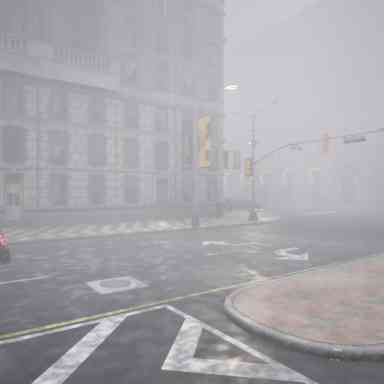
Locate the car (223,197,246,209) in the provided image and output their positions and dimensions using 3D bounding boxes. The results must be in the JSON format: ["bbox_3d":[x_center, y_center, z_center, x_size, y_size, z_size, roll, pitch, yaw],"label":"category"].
[{"bbox_3d":[4.518,1.505,44.363,1.837,1.490,4.892,0,0,-36],"label":"car"}]

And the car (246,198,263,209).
[{"bbox_3d":[7.392,1.547,46.352,2.033,1.411,5.357,0,0,-36],"label":"car"}]

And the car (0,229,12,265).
[{"bbox_3d":[-7.317,1.352,8.608,4.553,1.767,2.097,0,0,-35],"label":"car"}]
